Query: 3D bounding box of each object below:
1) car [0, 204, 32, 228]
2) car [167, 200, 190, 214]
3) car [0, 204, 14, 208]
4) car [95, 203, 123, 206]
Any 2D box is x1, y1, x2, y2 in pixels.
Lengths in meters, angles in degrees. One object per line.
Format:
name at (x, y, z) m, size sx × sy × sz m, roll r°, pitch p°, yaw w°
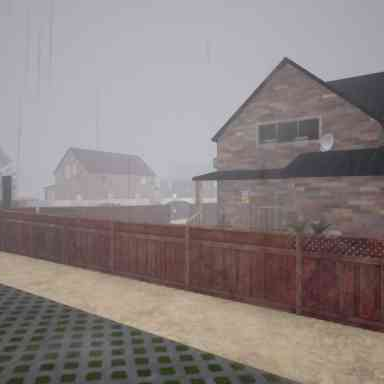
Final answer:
car at (-13.252, 1.579, 21.632) m, size 1.837 × 1.490 × 4.892 m, roll 0°, pitch 0°, yaw 34°
car at (-1.794, 1.701, 37.833) m, size 1.837 × 1.490 × 4.892 m, roll 0°, pitch 0°, yaw 35°
car at (-11.618, 1.568, 19.025) m, size 2.128 × 1.511 × 4.902 m, roll 0°, pitch 0°, yaw 38°
car at (-7.607, 1.680, 29.663) m, size 2.033 × 1.411 × 5.357 m, roll 0°, pitch 0°, yaw 36°
